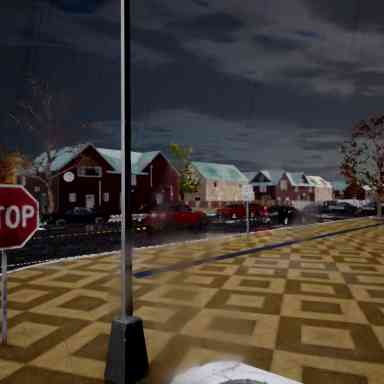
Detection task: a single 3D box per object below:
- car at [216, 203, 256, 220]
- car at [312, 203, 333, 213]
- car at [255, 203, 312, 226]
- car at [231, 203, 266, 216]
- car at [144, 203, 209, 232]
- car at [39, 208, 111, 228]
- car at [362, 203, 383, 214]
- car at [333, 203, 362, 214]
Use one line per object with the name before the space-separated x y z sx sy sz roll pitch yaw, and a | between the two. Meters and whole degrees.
car | 4.387 1.862 32.857 1.882 1.535 5.008 -1 -1 43
car | 17.251 2.245 46.326 2.033 1.411 5.357 -1 -1 43
car | 7.268 1.795 26.156 1.837 1.490 4.892 -1 -1 43
car | 6.888 2.030 40.217 1.812 1.442 4.674 -1 -1 44
car | -0.913 1.565 22.233 2.097 1.767 4.553 -1 -1 43
car | -8.388 1.826 24.075 1.895 1.301 4.718 -1 -1 43
car | 23.893 2.160 43.747 2.033 1.411 5.357 -1 -1 43
car | 20.844 2.174 45.262 2.033 1.411 5.357 -1 -1 44
